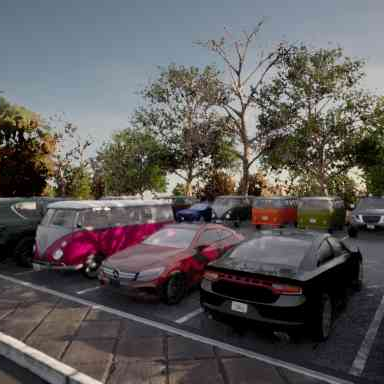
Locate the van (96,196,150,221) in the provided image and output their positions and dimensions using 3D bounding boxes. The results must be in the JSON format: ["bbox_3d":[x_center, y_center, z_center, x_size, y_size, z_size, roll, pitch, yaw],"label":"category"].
[{"bbox_3d":[-5.849,1.349,28.654,1.878,1.987,4.442,-1,-1,36],"label":"van"}]

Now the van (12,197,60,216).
[{"bbox_3d":[-17.110,1.527,36.717,1.878,1.987,4.442,-1,-1,36],"label":"van"}]

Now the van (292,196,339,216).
[{"bbox_3d":[7.549,1.242,19.060,1.878,1.987,4.442,0,0,36],"label":"van"}]

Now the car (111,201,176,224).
[{"bbox_3d":[-3.769,1.536,26.793,1.946,1.575,5.366,-1,-1,36],"label":"car"}]

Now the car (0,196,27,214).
[{"bbox_3d":[-23.915,1.616,41.481,2.435,2.045,5.566,-1,-1,36],"label":"car"}]

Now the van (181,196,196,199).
[{"bbox_3d":[-1.481,1.278,25.239,1.878,1.987,4.442,-1,-1,36],"label":"van"}]

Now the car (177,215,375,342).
[{"bbox_3d":[2.108,1.478,6.718,2.097,1.535,5.008,0,0,36],"label":"car"}]

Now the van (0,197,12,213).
[{"bbox_3d":[-26.214,1.695,43.237,1.878,1.987,4.442,-1,-1,36],"label":"van"}]

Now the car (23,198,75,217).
[{"bbox_3d":[-14.943,1.591,34.983,2.185,1.767,4.553,-1,-1,36],"label":"car"}]

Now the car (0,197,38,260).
[{"bbox_3d":[-4.643,1.200,11.593,2.435,2.045,5.566,0,0,36],"label":"car"}]

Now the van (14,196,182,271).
[{"bbox_3d":[-2.470,1.234,9.859,1.878,1.987,4.442,0,0,36],"label":"van"}]

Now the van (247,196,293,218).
[{"bbox_3d":[5.398,1.233,20.599,1.878,1.987,4.442,0,0,36],"label":"van"}]

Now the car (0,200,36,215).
[{"bbox_3d":[-21.785,1.823,39.694,1.946,1.575,5.366,-1,-1,36],"label":"car"}]

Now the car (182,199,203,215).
[{"bbox_3d":[0.844,1.468,23.723,2.097,1.535,5.008,-1,-1,36],"label":"car"}]

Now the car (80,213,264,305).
[{"bbox_3d":[-0.144,1.509,8.340,2.002,1.452,4.674,0,0,36],"label":"car"}]

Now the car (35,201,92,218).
[{"bbox_3d":[-12.776,1.683,33.464,2.097,1.535,5.008,-1,-1,36],"label":"car"}]

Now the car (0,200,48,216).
[{"bbox_3d":[-19.432,1.789,38.228,2.231,1.521,4.892,-1,-1,36],"label":"car"}]

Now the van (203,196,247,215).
[{"bbox_3d":[2.902,1.224,22.100,1.878,1.987,4.442,0,0,36],"label":"van"}]

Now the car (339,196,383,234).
[{"bbox_3d":[9.717,1.225,17.328,2.435,2.045,5.566,0,0,36],"label":"car"}]
